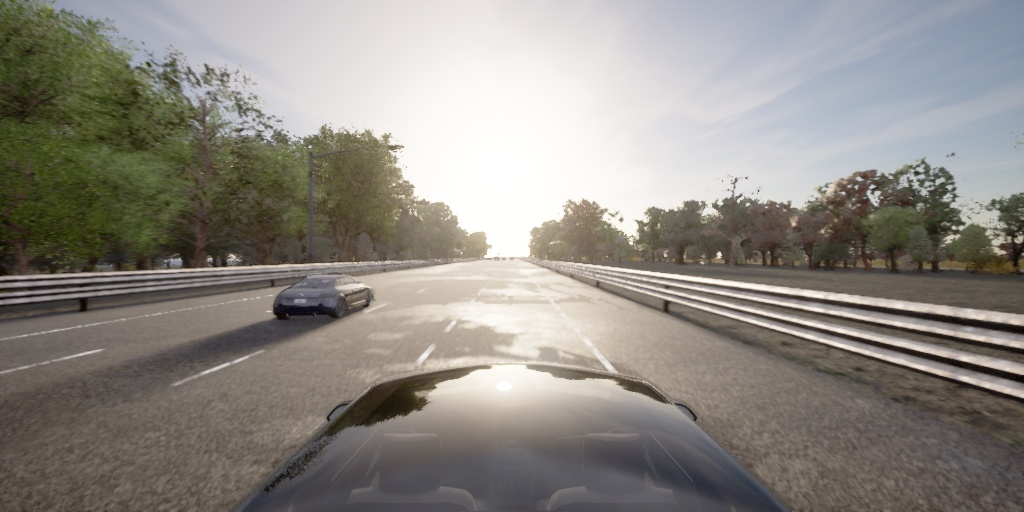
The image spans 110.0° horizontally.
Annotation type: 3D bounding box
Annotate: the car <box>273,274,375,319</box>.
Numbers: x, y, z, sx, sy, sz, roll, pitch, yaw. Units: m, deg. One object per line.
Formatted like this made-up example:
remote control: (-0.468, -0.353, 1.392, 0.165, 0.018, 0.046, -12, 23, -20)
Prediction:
car: (-6.472, 1.329, 12.822, 1.994, 1.385, 4.181, 0, 0, -2)
